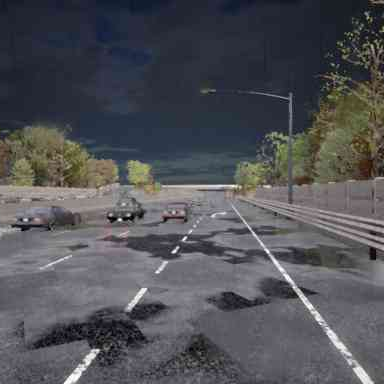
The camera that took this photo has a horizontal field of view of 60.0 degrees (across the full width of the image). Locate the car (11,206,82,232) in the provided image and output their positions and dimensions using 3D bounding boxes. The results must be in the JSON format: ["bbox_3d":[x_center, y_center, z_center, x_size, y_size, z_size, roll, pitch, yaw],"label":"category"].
[{"bbox_3d":[-8.651,1.546,20.299,2.033,1.411,5.357,0,0,5],"label":"car"}]

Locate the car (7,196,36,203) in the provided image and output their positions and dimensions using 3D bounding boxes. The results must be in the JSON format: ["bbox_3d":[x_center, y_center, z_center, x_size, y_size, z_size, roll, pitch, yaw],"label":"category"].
[{"bbox_3d":[-20.920,1.531,42.322,1.812,1.442,4.674,0,0,5],"label":"car"}]

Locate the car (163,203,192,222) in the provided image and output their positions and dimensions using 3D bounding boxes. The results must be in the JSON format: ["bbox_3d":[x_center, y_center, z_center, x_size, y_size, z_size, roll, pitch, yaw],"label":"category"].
[{"bbox_3d":[-1.082,1.547,26.321,2.033,1.411,5.357,0,0,5],"label":"car"}]

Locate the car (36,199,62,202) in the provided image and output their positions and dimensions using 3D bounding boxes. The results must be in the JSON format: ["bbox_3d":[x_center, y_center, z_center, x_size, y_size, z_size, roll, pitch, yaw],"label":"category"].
[{"bbox_3d":[-17.409,1.606,42.397,1.895,1.301,4.718,0,0,5],"label":"car"}]

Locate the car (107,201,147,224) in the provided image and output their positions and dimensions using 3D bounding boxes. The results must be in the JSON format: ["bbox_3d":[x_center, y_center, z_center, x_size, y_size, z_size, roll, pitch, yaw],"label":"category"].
[{"bbox_3d":[-4.722,1.601,24.935,1.895,1.301,4.718,0,0,5],"label":"car"}]

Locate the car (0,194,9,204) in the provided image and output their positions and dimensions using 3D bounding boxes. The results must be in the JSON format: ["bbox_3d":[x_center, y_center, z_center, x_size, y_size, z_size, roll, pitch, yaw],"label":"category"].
[{"bbox_3d":[-24.311,1.358,43.805,2.097,1.767,4.553,0,0,6],"label":"car"}]

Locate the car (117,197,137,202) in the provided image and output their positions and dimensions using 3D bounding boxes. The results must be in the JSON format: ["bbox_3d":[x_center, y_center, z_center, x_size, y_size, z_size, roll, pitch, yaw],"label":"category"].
[{"bbox_3d":[-7.115,1.355,37.405,2.097,1.767,4.553,0,0,5],"label":"car"}]
